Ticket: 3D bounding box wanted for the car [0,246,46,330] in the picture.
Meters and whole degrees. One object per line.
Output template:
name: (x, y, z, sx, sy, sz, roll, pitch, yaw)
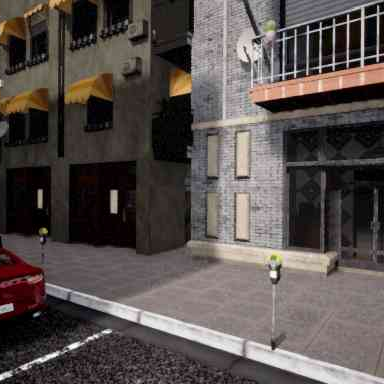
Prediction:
car: (-4.497, 1.544, 6.077, 4.507, 1.381, 1.887, 0, 1, 36)
